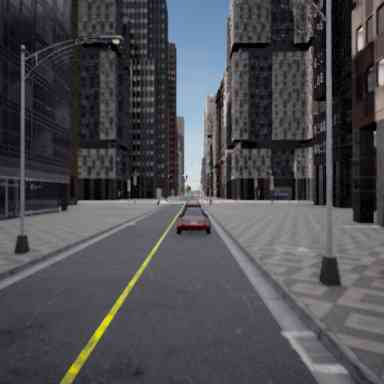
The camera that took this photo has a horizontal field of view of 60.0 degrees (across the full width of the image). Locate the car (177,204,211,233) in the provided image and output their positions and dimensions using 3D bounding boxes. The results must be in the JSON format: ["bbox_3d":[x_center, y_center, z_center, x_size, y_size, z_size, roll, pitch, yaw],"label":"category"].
[{"bbox_3d":[0.098,1.671,20.351,1.994,1.385,4.181,0,0,0],"label":"car"}]

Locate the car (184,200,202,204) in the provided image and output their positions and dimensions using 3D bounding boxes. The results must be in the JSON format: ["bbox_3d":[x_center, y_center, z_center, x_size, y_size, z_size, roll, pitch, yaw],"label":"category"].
[{"bbox_3d":[0.097,1.679,38.261,1.882,1.535,5.008,0,0,0],"label":"car"}]
